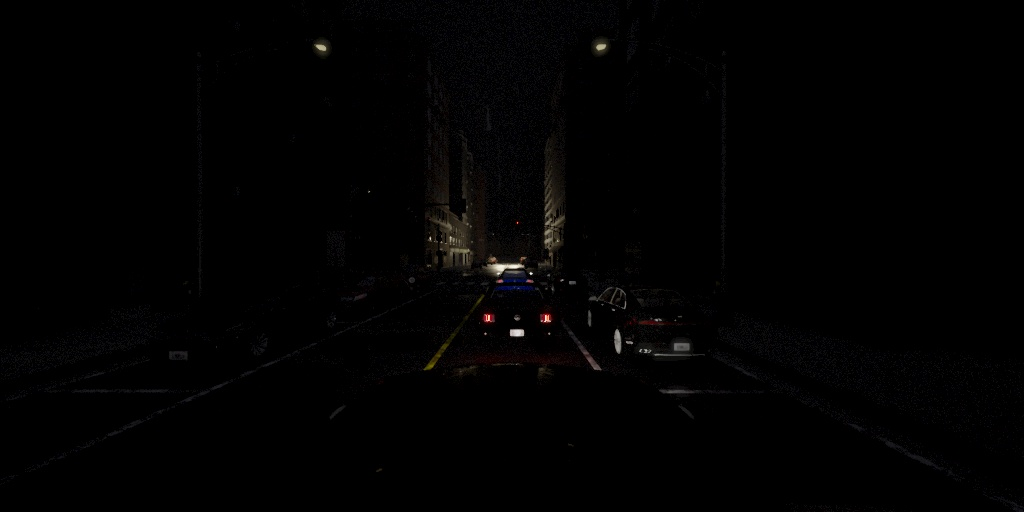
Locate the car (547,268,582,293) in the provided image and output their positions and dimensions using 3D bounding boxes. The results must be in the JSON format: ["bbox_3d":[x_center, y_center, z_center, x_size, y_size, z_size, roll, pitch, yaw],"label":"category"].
[{"bbox_3d":[2.907,1.316,19.236,1.948,1.339,4.313,0,0,0],"label":"car"}]

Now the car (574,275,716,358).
[{"bbox_3d":[2.875,1.300,8.234,2.007,1.370,4.403,0,0,0],"label":"car"}]

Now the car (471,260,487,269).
[{"bbox_3d":[-5.475,1.367,56.363,1.802,1.307,4.207,0,0,0],"label":"car"}]

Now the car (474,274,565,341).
[{"bbox_3d":[0.118,1.351,9.858,1.895,1.301,4.718,0,0,0],"label":"car"}]

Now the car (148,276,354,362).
[{"bbox_3d":[-5.650,1.315,8.258,1.948,1.339,4.313,0,0,0],"label":"car"}]

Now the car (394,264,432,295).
[{"bbox_3d":[-5.618,1.190,19.261,1.967,1.591,4.097,0,0,0],"label":"car"}]

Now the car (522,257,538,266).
[{"bbox_3d":[3.050,1.225,56.325,1.967,1.591,4.097,0,0,0],"label":"car"}]

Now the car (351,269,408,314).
[{"bbox_3d":[-5.635,1.332,13.760,1.802,1.307,4.207,0,0,0],"label":"car"}]

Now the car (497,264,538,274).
[{"bbox_3d":[0.145,1.314,18.617,1.994,1.385,4.181,0,0,1],"label":"car"}]
